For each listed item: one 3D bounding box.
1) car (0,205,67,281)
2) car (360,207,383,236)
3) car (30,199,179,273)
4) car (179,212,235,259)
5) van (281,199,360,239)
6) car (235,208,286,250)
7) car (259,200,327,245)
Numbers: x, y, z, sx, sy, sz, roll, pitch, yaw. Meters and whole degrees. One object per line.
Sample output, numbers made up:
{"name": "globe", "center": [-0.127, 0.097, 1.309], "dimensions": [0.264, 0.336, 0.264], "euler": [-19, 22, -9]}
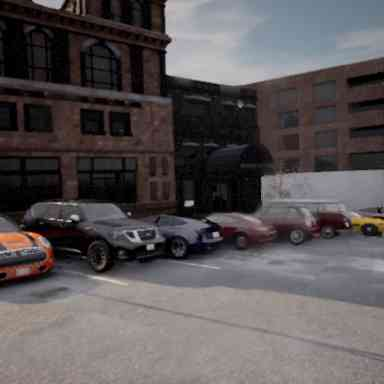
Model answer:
{"name": "car", "center": [-5.948, 1.373, 9.364], "dimensions": [4.553, 1.767, 2.185], "euler": [-1, -1, 35]}
{"name": "car", "center": [8.820, 1.653, 19.720], "dimensions": [5.366, 1.575, 1.946], "euler": [-1, -2, 34]}
{"name": "car", "center": [-3.461, 1.259, 11.081], "dimensions": [5.566, 2.045, 2.435], "euler": [-1, -1, 34]}
{"name": "car", "center": [-1.080, 1.556, 12.843], "dimensions": [4.792, 1.488, 2.163], "euler": [-1, -1, 34]}
{"name": "van", "center": [6.337, 1.387, 18.012], "dimensions": [4.442, 1.987, 1.878], "euler": [-1, -2, 34]}
{"name": "car", "center": [1.380, 1.589, 14.569], "dimensions": [4.674, 1.452, 2.002], "euler": [-1, -1, 34]}
{"name": "car", "center": [3.831, 1.453, 16.301], "dimensions": [4.553, 1.767, 2.185], "euler": [-1, -1, 34]}
